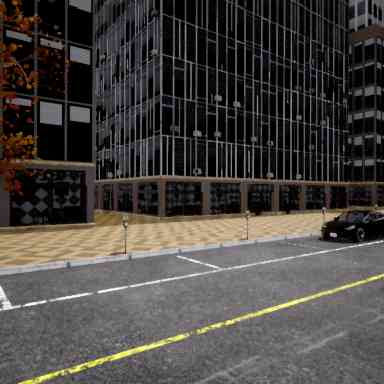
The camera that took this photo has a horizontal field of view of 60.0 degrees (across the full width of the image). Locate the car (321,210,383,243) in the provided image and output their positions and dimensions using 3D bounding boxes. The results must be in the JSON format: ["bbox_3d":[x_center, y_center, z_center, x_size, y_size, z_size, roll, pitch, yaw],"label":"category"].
[{"bbox_3d":[8.140,1.564,16.226,4.313,1.339,1.947,0,0,-36],"label":"car"}]
